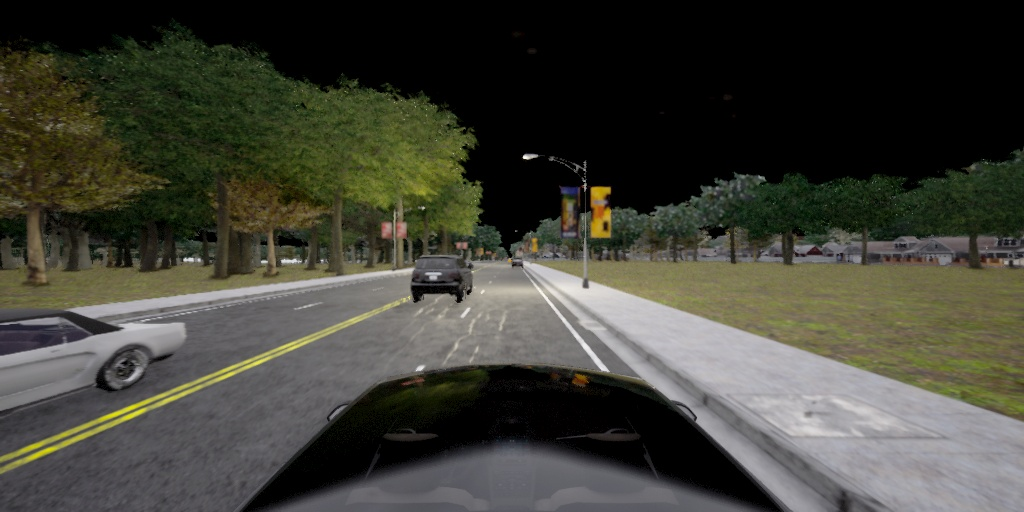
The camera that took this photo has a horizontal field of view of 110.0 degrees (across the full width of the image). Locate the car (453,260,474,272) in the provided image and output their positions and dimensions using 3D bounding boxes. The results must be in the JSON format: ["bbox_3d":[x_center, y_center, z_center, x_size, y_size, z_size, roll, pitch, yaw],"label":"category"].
[{"bbox_3d":[-6.590,1.264,48.948,2.128,1.511,4.902,0,0,0],"label":"car"}]

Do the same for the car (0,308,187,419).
[{"bbox_3d":[-6.602,1.351,3.969,1.895,1.301,4.718,0,0,0],"label":"car"}]

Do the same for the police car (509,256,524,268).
[{"bbox_3d":[0.943,1.213,59.953,1.930,1.638,5.238,0,0,0],"label":"police car"}]

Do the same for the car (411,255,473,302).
[{"bbox_3d":[-3.159,0.974,17.071,2.150,2.045,5.566,0,0,0],"label":"car"}]
